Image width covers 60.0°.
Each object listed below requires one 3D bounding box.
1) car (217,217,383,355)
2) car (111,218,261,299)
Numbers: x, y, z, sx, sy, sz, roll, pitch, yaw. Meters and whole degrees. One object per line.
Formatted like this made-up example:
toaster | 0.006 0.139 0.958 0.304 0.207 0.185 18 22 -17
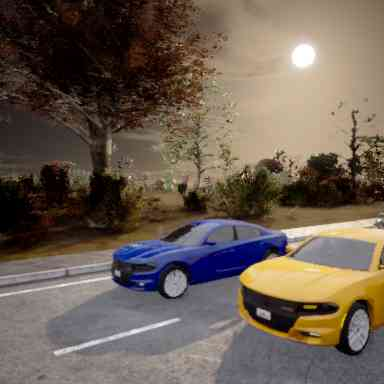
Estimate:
car | 3.039 1.454 6.230 5.008 1.535 1.882 0 0 -36
car | 0.414 1.472 8.647 5.008 1.535 1.882 0 0 -36
